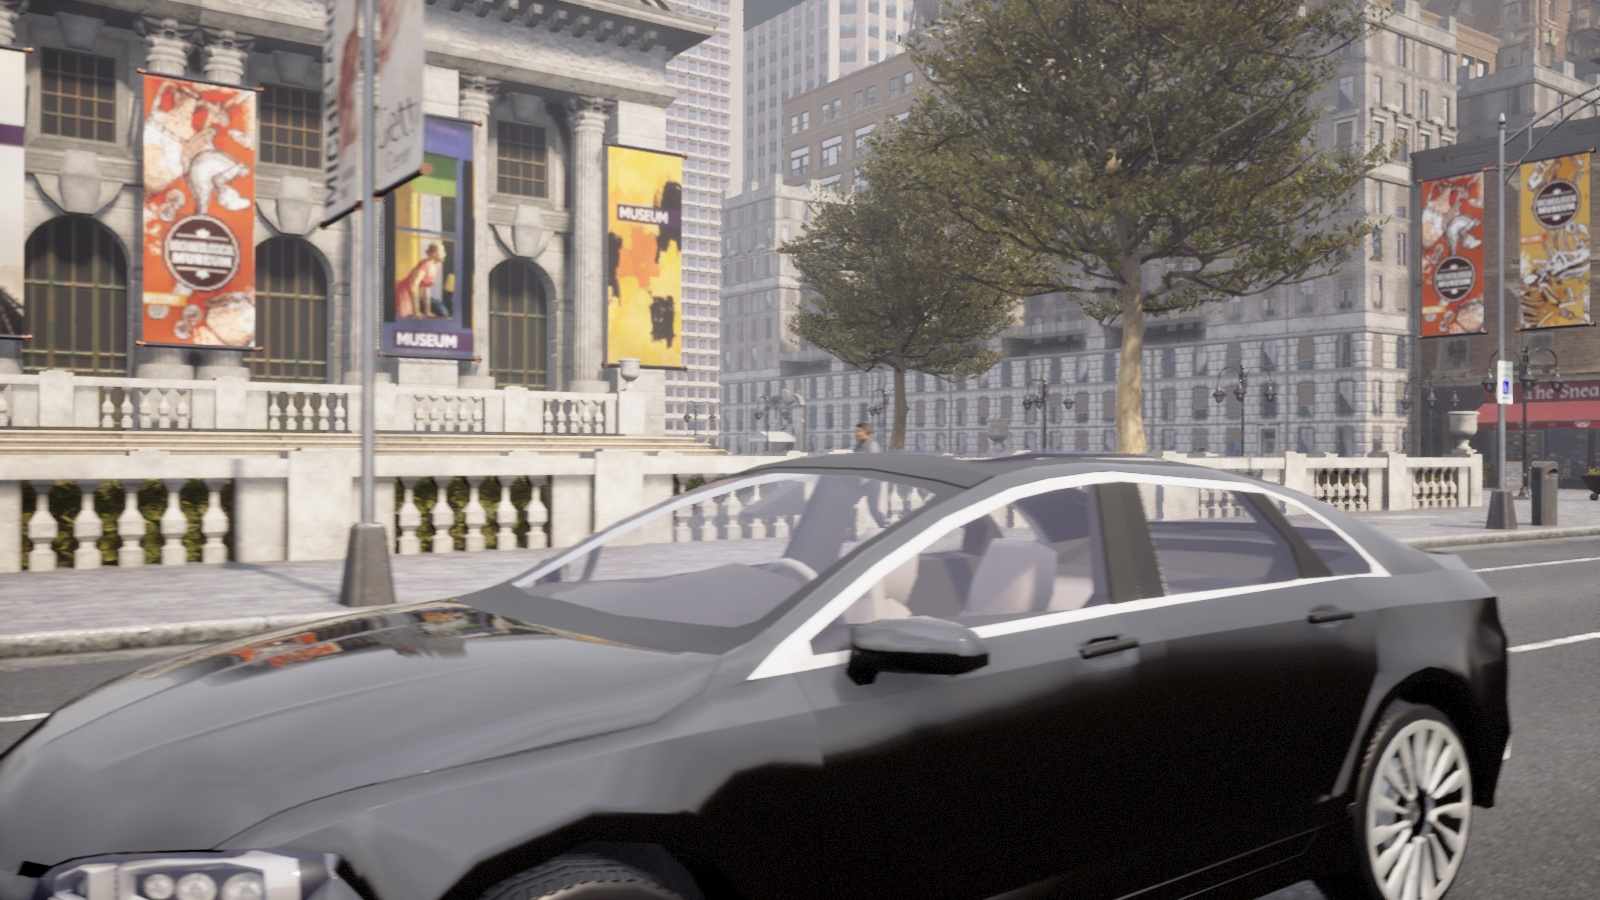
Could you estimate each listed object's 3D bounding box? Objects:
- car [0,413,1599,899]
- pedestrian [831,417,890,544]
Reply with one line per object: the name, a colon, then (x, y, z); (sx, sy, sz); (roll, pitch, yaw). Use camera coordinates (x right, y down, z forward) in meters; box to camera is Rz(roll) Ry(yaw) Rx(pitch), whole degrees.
car: (0.237, 0.710, 3.837); (4.902, 1.511, 2.128); (0, 0, -35)
pedestrian: (0.904, 0.445, 18.718); (0.694, 1.848, 0.540); (0, 0, -40)
